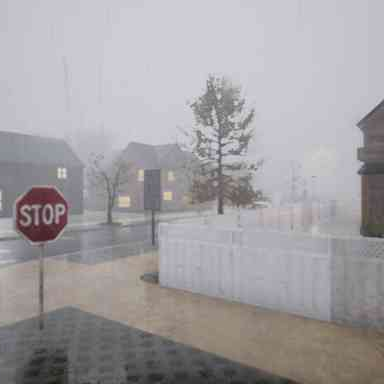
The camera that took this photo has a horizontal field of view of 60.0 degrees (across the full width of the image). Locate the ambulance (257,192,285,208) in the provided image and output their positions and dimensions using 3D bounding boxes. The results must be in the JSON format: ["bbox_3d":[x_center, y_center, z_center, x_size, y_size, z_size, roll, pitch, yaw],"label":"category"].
[{"bbox_3d":[8.768,1.251,38.862,2.351,2.431,6.366,-1,-1,34],"label":"ambulance"}]
